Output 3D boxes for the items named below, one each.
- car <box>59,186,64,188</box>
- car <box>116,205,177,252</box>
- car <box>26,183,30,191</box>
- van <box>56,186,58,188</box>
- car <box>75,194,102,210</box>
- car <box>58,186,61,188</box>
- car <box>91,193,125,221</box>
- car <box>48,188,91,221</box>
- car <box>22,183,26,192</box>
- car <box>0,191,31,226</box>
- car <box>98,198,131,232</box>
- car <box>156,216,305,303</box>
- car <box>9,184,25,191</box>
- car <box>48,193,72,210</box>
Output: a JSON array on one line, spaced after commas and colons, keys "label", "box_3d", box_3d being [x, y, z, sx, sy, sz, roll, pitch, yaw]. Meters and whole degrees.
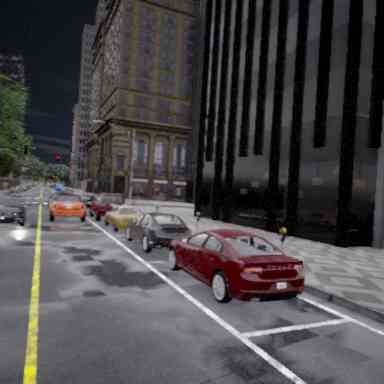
[{"label": "car", "box_3d": [-23.410, 0.189, 62.130, 1.947, 1.339, 4.313, 3, 0, -24]}, {"label": "car", "box_3d": [-1.425, 1.471, 13.309, 2.008, 1.369, 4.403, 3, 0, -24]}, {"label": "car", "box_3d": [-40.067, -0.937, 78.406, 1.967, 1.590, 4.097, 3, 0, -24]}, {"label": "van", "box_3d": [-27.847, -0.303, 72.012, 1.690, 1.788, 3.998, 3, 0, -24]}, {"label": "car", "box_3d": [-10.334, 0.966, 33.091, 1.947, 1.339, 4.313, 3, 0, -24]}, {"label": "car", "box_3d": [-25.702, 0.011, 67.226, 1.752, 1.417, 4.829, 3, 0, -24]}, {"label": "car", "box_3d": [-5.866, 0.977, 23.200, 2.192, 1.841, 5.009, 3, 0, -24]}, {"label": "car", "box_3d": [-8.283, 0.870, 22.015, 2.097, 1.767, 4.553, 3, 0, -24]}, {"label": "car", "box_3d": [-33.393, -0.532, 63.583, 1.967, 1.590, 4.097, 3, 0, -24]}, {"label": "car", "box_3d": [-9.896, 0.926, 17.899, 1.837, 1.490, 4.892, 3, 0, -24]}, {"label": "car", "box_3d": [-3.720, 1.313, 18.410, 1.752, 1.417, 4.829, 3, 0, -24]}, {"label": "car", "box_3d": [0.801, 1.595, 8.364, 1.887, 1.381, 4.507, 3, 0, -24]}, {"label": "car", "box_3d": [-31.175, -0.288, 58.643, 2.008, 1.369, 4.403, 3, 0, -24]}, {"label": "car", "box_3d": [-12.631, 0.864, 31.620, 1.895, 1.301, 4.718, 3, 0, -24]}]
